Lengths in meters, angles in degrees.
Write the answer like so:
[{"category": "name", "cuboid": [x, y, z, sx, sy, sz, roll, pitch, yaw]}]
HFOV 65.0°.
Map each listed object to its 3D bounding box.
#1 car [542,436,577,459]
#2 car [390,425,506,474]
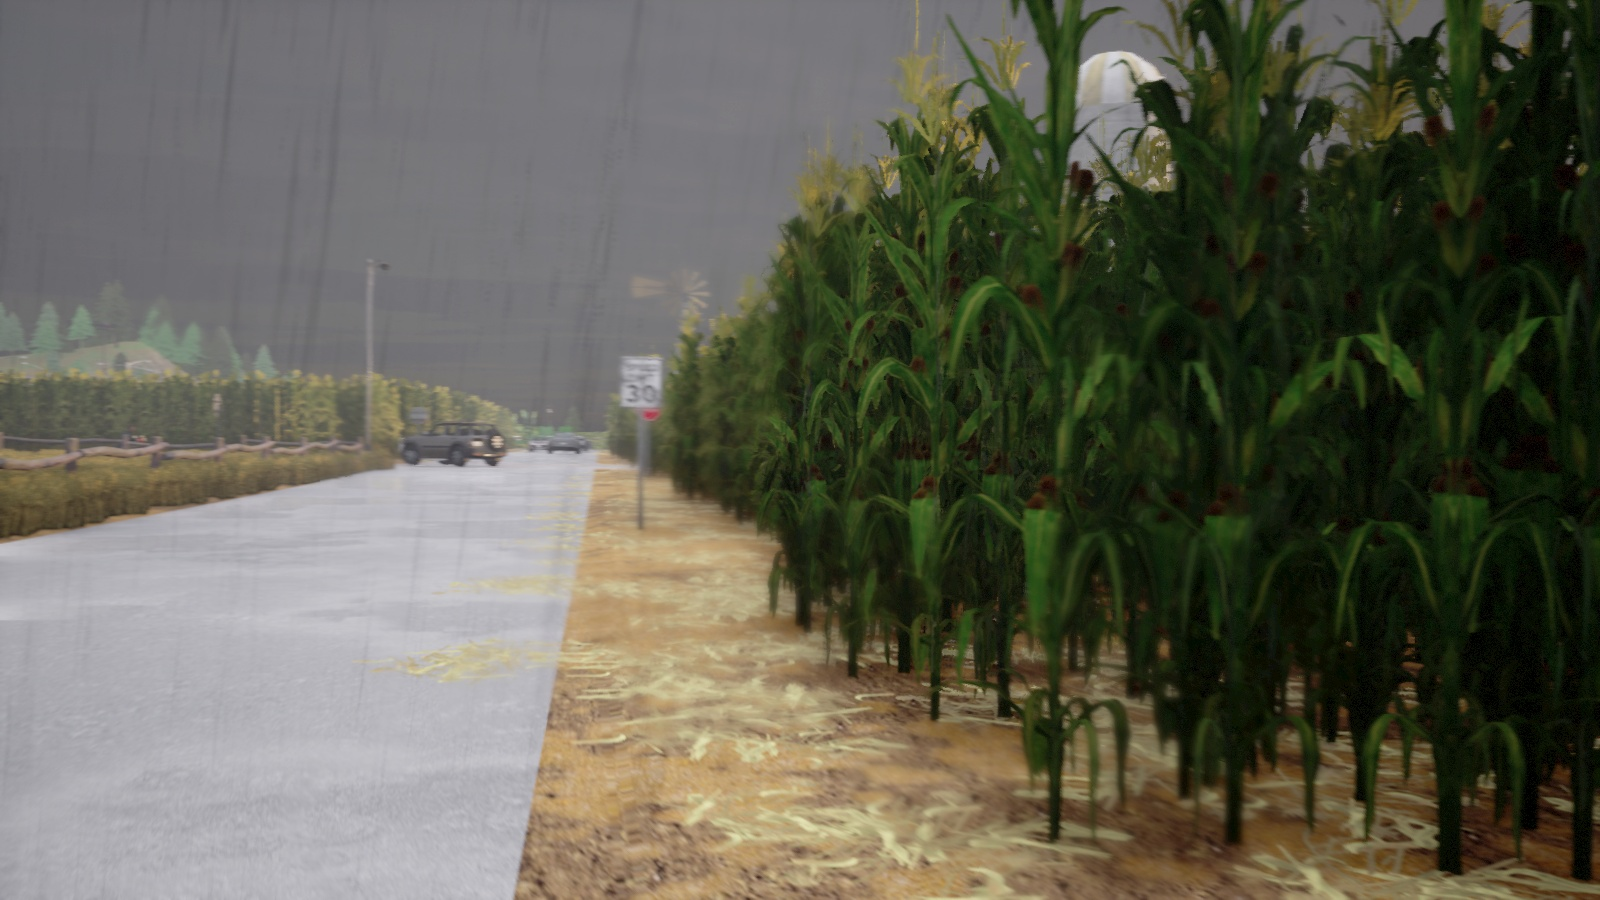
[{"category": "car", "cuboid": [-14.995, -0.167, 78.427, 1.994, 1.385, 4.181, 0, 0, -9]}, {"category": "car", "cuboid": [-14.079, -0.014, 50.130, 4.605, 1.855, 1.932, 0, 0, 34]}]
